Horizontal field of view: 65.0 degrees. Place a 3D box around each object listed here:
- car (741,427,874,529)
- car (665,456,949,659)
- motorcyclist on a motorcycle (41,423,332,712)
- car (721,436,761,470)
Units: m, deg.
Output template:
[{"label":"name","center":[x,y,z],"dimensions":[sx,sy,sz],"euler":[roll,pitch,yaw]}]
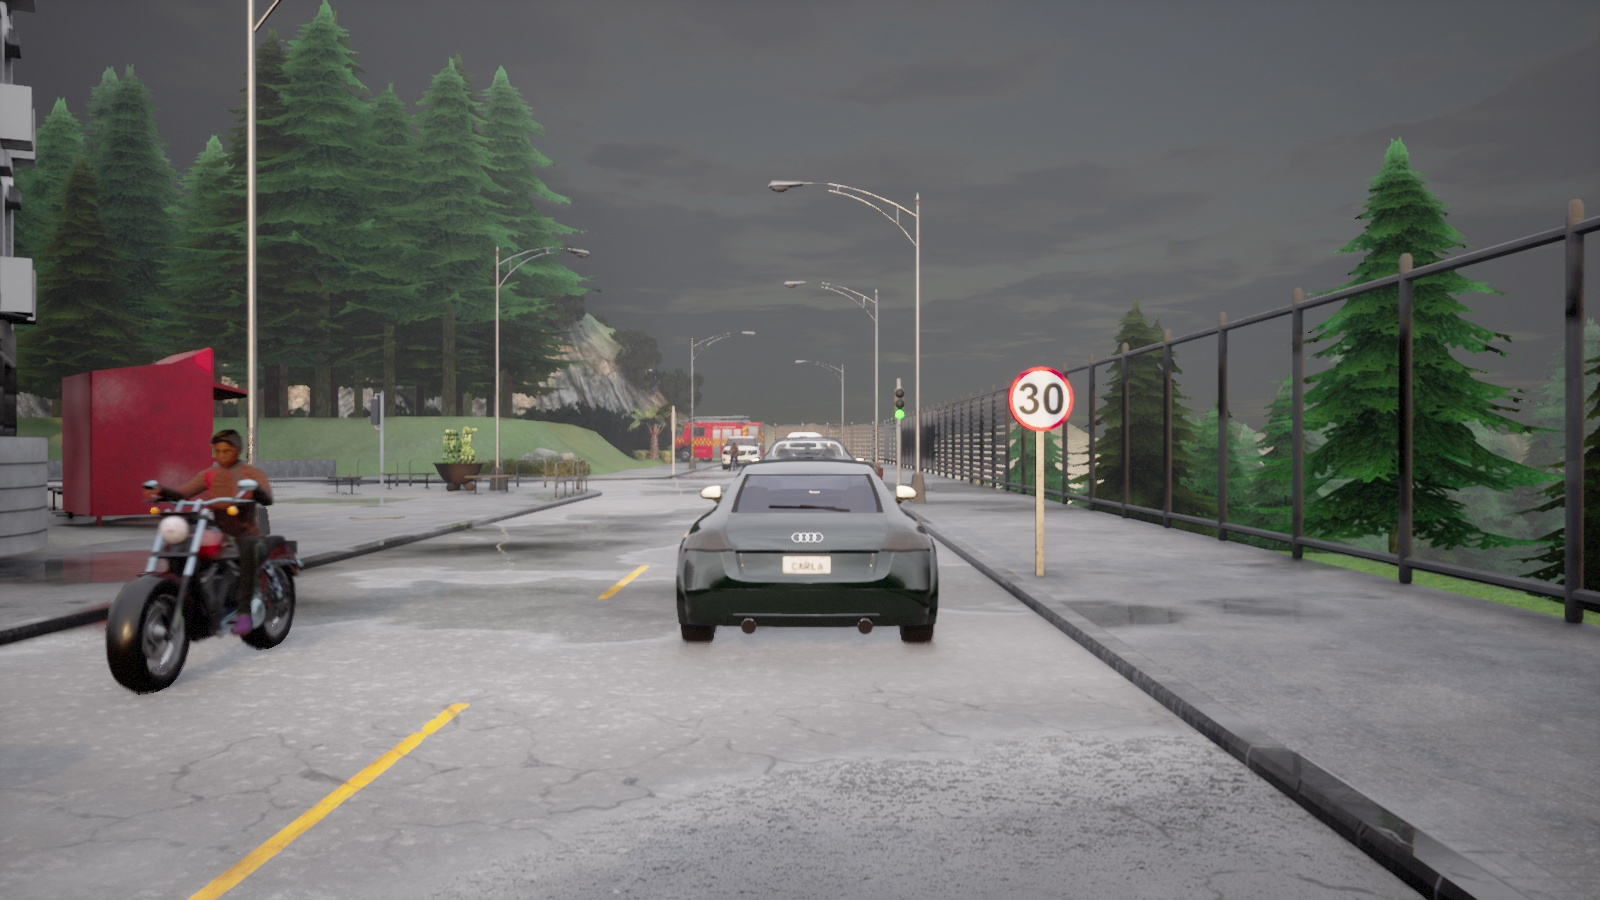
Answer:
[{"label":"car","center":[0.142,0.436,22.855],"dimensions":[2.152,1.651,5.027],"euler":[0,0,0]},{"label":"car","center":[0.072,0.768,10.931],"dimensions":[1.994,1.385,4.181],"euler":[0,0,1]},{"label":"motorcyclist on a motorcycle","center":[-3.937,0.661,8.336],"dimensions":[0.766,1.649,2.350],"euler":[0,0,0]},{"label":"car","center":[-3.566,0.162,76.795],"dimensions":[2.150,2.045,5.566],"euler":[0,0,0]}]
